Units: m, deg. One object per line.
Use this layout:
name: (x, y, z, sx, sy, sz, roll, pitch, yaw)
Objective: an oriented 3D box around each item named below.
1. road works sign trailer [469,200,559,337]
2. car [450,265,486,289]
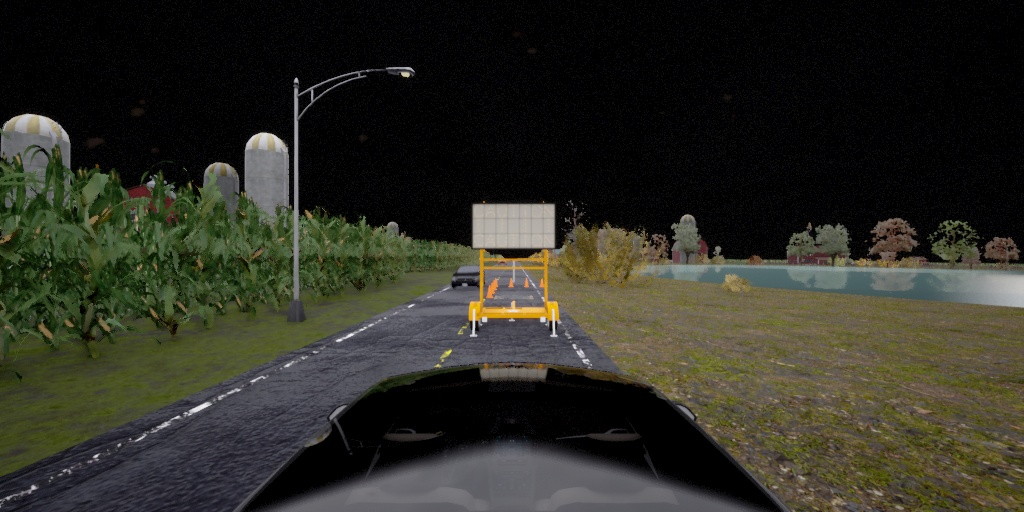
road works sign trailer: (0.051, 0.217, 10.295, 2.380, 3.560, 2.880, 0, 0, 0)
car: (-2.731, 1.314, 23.533, 2.033, 1.411, 5.357, 0, 0, 0)
